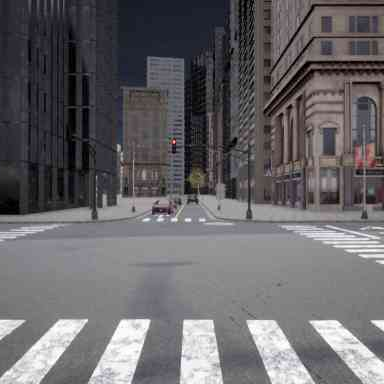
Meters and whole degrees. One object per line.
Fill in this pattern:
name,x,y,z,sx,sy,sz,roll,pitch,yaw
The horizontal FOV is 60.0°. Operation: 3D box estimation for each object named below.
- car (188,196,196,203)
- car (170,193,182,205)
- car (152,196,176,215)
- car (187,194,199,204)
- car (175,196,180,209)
car,0.053,1.660,75.254,1.837,1.490,4.892,0,0,0
car,-3.030,1.317,59.346,2.150,2.045,5.566,0,1,0
car,-3.027,1.521,35.000,1.882,1.535,5.008,0,0,1
car,0.147,1.343,64.823,2.150,2.045,5.566,0,0,0
car,-3.048,1.631,45.515,1.994,1.385,4.181,0,0,-1
